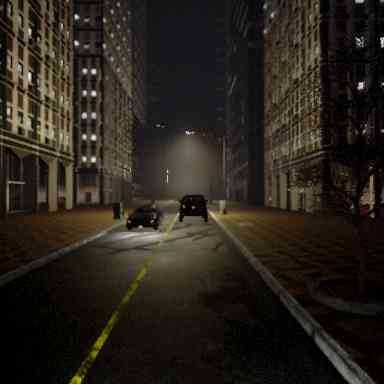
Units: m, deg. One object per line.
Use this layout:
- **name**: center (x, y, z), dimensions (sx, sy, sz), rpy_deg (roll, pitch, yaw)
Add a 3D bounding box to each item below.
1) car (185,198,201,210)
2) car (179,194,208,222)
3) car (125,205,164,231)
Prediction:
- **car**: center (0.114, 1.563, 43.479), dimensions (1.994, 1.385, 4.181), rpy_deg (0, 0, 0)
- **car**: center (0.111, 1.219, 26.699), dimensions (2.150, 2.045, 5.566), rpy_deg (0, 0, 0)
- **car**: center (-2.844, 1.548, 21.055), dimensions (2.033, 1.411, 5.357), rpy_deg (0, 0, 0)
